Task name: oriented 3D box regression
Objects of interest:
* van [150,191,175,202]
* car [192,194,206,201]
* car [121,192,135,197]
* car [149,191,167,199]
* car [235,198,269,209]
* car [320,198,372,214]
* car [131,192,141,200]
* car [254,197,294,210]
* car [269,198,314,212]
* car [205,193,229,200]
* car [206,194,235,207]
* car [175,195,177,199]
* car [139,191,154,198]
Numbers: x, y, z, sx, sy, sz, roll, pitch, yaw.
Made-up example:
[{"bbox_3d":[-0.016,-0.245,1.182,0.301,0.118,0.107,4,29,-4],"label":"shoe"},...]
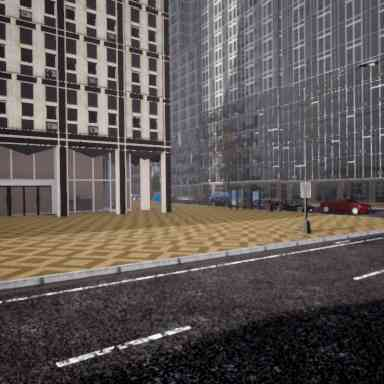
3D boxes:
[{"bbox_3d":[-5.256,0.933,58.662,1.690,1.788,3.998,0,1,-34],"label":"van"},{"bbox_3d":[1.659,1.038,63.396,1.802,1.307,4.206,-1,1,-34],"label":"car"},{"bbox_3d":[-17.604,0.683,91.536,2.008,1.369,4.403,0,1,-34],"label":"car"},{"bbox_3d":[-7.973,0.610,77.464,2.192,1.841,5.009,0,1,-34],"label":"car"},{"bbox_3d":[7.492,1.384,39.843,1.802,1.307,4.206,-1,1,-34],"label":"car"},{"bbox_3d":[15.266,1.326,33.240,1.882,1.535,5.008,-1,1,-34],"label":"car"},{"bbox_3d":[-11.678,1.035,68.044,2.008,1.369,4.403,0,1,-34],"label":"car"},{"bbox_3d":[10.047,1.365,40.884,1.895,1.301,4.718,-1,1,-35],"label":"car"},{"bbox_3d":[10.688,1.420,35.141,1.947,1.339,4.313,-1,1,-34],"label":"car"},{"bbox_3d":[4.403,1.237,49.136,1.994,1.385,4.181,-1,1,-34],"label":"car"},{"bbox_3d":[4.330,1.316,44.566,1.947,1.339,4.313,-1,1,-34],"label":"car"},{"bbox_3d":[-4.762,0.931,72.777,1.802,1.307,4.206,0,1,-34],"label":"car"},{"bbox_3d":[-11.184,0.681,82.155,1.967,1.590,4.097,0,1,-34],"label":"car"}]
